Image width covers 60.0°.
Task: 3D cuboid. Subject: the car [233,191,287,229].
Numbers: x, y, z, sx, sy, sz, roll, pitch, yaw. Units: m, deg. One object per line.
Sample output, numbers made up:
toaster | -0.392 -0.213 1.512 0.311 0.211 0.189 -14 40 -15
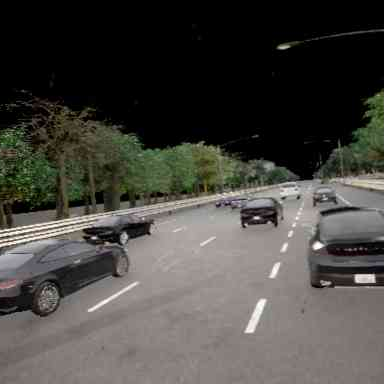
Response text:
car | 4.005 1.034 18.674 1.882 1.535 5.008 -6 0 20

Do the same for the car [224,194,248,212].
car | 4.982 0.944 31.472 2.128 1.511 4.902 -6 0 20

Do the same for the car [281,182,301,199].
car | 12.289 -0.142 41.399 2.150 2.045 5.566 -6 0 20

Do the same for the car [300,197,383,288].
car | 3.709 1.092 7.837 1.837 1.490 4.892 -6 1 21

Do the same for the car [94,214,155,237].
car | -3.716 1.899 17.828 1.882 1.535 5.008 -6 0 20

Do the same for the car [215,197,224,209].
car | 4.222 1.143 39.492 1.895 1.301 4.718 -6 0 20

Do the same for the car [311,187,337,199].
car | 11.085 0.293 27.930 1.812 1.442 4.674 -6 0 20

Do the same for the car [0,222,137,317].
car | -3.427 1.910 8.468 1.812 1.442 4.674 -6 0 20
